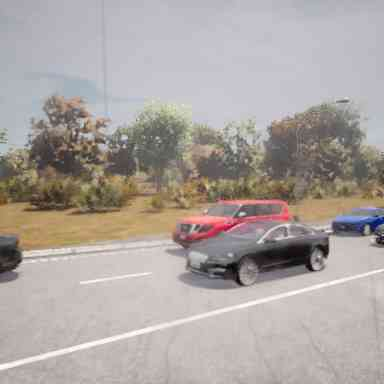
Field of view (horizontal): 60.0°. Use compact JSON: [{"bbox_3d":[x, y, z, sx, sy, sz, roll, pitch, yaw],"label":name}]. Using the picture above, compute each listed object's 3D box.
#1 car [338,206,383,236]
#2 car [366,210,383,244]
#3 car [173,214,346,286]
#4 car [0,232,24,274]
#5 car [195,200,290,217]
[{"bbox_3d":[10.422,1.662,20.010,5.008,1.535,1.882,-1,1,-36],"label":"car"},{"bbox_3d":[10.559,1.707,15.815,4.892,1.490,1.837,0,0,-35],"label":"car"},{"bbox_3d":[2.085,1.592,9.778,4.902,1.511,2.128,1,-1,-36],"label":"car"},{"bbox_3d":[-6.697,1.492,7.814,4.892,1.490,1.837,1,-1,-36],"label":"car"},{"bbox_3d":[1.898,1.352,13.942,5.566,2.045,2.150,1,-1,-36],"label":"car"}]
